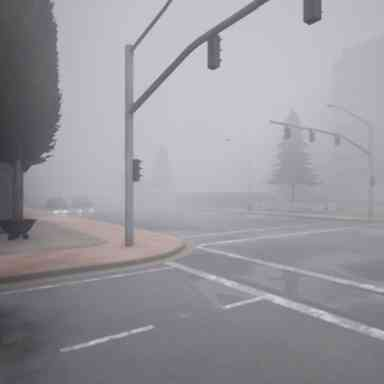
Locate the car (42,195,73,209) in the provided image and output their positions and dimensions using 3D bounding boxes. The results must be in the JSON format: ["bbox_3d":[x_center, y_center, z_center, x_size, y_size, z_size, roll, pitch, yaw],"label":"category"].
[{"bbox_3d":[-18.147,1.489,44.628,2.128,1.511,4.902,0,0,-35],"label":"car"}]

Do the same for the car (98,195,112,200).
[{"bbox_3d":[-24.731,1.491,92.376,4.892,1.490,1.837,0,0,-36],"label":"car"}]

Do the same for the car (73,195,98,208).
[{"bbox_3d":[-15.481,1.347,46.921,2.097,1.767,4.553,0,0,-35],"label":"car"}]
